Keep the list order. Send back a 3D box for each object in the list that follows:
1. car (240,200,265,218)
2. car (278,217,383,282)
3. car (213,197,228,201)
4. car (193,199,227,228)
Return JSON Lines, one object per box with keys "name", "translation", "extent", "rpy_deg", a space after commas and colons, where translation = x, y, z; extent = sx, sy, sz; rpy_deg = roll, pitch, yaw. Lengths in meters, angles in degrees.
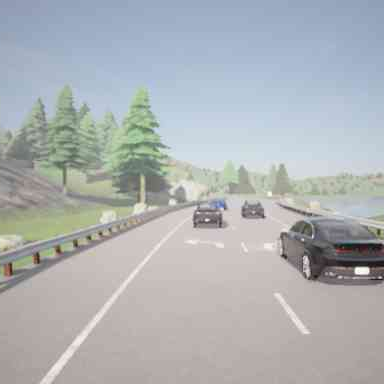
{"name": "car", "translation": [5.352, 1.456, 29.736], "extent": [2.128, 1.511, 4.902], "rpy_deg": [0, 0, 6]}
{"name": "car", "translation": [3.853, 1.496, 9.782], "extent": [1.837, 1.490, 4.892], "rpy_deg": [0, 0, 2]}
{"name": "car", "translation": [3.358, 1.422, 41.372], "extent": [1.882, 1.535, 5.008], "rpy_deg": [0, 0, 8]}
{"name": "car", "translation": [1.098, 1.461, 22.111], "extent": [2.128, 1.511, 4.902], "rpy_deg": [0, 0, 5]}
